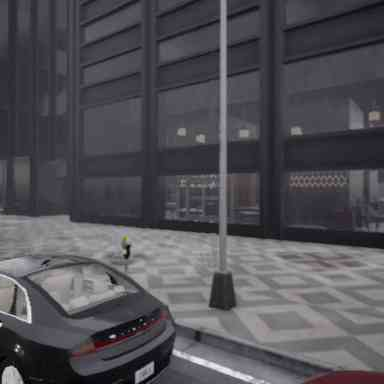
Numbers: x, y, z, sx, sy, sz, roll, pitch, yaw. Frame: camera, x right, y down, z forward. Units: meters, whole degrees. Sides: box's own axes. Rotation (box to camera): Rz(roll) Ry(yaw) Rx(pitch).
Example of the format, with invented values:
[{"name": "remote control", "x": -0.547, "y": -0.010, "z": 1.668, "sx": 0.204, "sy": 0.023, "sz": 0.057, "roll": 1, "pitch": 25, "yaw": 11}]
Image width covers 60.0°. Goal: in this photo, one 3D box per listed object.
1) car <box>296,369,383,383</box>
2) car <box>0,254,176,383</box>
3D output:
[{"name": "car", "x": 2.343, "y": 1.582, "z": 1.290, "sx": 4.206, "sy": 1.307, "sz": 1.802, "roll": 0, "pitch": 0, "yaw": 36}, {"name": "car", "x": -2.245, "y": 1.549, "z": 4.564, "sx": 4.403, "sy": 1.369, "sz": 2.008, "roll": 0, "pitch": 0, "yaw": 36}]
